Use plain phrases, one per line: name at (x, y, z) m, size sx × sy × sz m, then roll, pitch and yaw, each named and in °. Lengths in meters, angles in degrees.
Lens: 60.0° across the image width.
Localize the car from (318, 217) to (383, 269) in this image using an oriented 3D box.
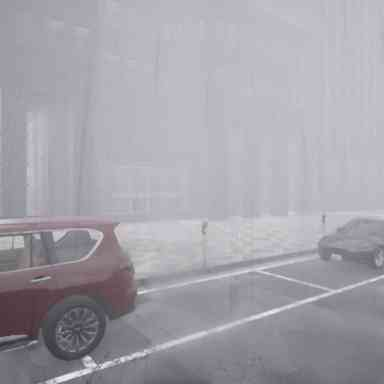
car at (5.970, 1.511, 10.911) m, size 4.313 × 1.339 × 1.947 m, roll 0°, pitch 0°, yaw -36°

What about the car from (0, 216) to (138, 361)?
car at (-3.163, 1.316, 4.393) m, size 5.009 × 1.841 × 2.192 m, roll 0°, pitch 0°, yaw -36°
